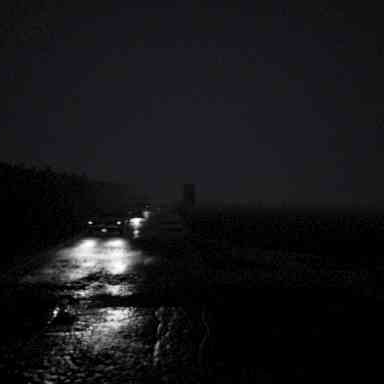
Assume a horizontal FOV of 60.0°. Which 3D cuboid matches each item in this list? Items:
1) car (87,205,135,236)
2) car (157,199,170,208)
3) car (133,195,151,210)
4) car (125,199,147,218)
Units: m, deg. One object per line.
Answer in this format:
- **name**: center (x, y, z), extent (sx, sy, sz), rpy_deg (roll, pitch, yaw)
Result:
- **car**: center (-4.652, 1.663, 19.167), extent (1.895, 1.301, 4.718), rpy_deg (1, 0, -5)
- **car**: center (-4.731, 1.811, 55.184), extent (1.812, 1.442, 4.674), rpy_deg (1, 0, -5)
- **car**: center (-6.875, 1.420, 45.693), extent (2.150, 2.045, 5.566), rpy_deg (1, 0, -5)
- **car**: center (-5.721, 1.693, 31.908), extent (1.994, 1.385, 4.181), rpy_deg (1, 0, -5)
